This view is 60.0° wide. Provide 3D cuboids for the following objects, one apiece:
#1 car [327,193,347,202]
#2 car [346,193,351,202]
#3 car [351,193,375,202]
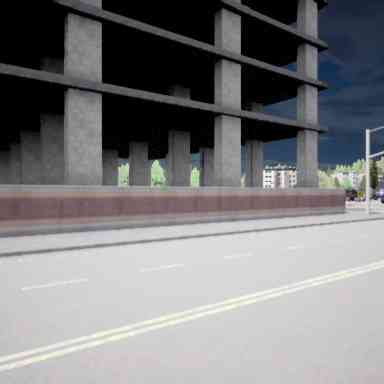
[{"bbox_3d":[32.203,1.122,73.651,4.605,1.855,1.932,0,0,-35],"label":"car"},{"bbox_3d":[33.795,1.333,71.490,3.905,1.438,1.784,0,0,-35],"label":"car"},{"bbox_3d":[35.467,1.365,69.127,3.806,1.475,1.970,0,0,-35],"label":"car"}]
